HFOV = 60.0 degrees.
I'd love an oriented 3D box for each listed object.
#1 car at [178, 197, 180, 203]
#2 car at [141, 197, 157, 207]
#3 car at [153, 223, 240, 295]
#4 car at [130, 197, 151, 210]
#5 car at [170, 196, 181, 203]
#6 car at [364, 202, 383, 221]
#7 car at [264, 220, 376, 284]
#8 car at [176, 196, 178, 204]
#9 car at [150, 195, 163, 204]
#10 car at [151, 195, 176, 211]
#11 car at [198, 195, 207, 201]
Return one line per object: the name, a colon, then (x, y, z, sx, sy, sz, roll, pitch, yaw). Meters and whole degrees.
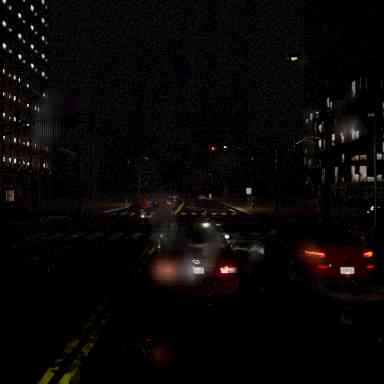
car: (-3.418, 1.421, 59.127, 2.128, 1.511, 4.902, 0, 0, 0)
car: (-6.670, 1.470, 52.157, 1.812, 1.442, 4.674, 0, 0, 0)
car: (0.088, 1.544, 8.864, 2.033, 1.411, 5.357, 0, 0, 0)
car: (-6.658, 1.442, 42.237, 1.882, 1.535, 5.008, 0, 0, 0)
car: (-3.433, 1.471, 69.161, 1.994, 1.385, 4.181, 0, 0, -1)
car: (16.986, 1.279, 26.703, 5.566, 2.045, 2.150, 0, 0, 3)
car: (3.336, 1.522, 9.449, 1.812, 1.442, 4.674, 0, 0, 0)
car: (-3.414, 1.455, 49.508, 1.837, 1.490, 4.892, 0, 0, 0)
car: (-6.674, 1.427, 62.522, 1.837, 1.490, 4.892, 0, 0, 0)
car: (-3.403, 1.319, 40.615, 2.097, 1.767, 4.553, 0, 0, 0)
car: (2.528, 1.391, 82.843, 1.812, 1.442, 4.674, 0, 0, -4)
